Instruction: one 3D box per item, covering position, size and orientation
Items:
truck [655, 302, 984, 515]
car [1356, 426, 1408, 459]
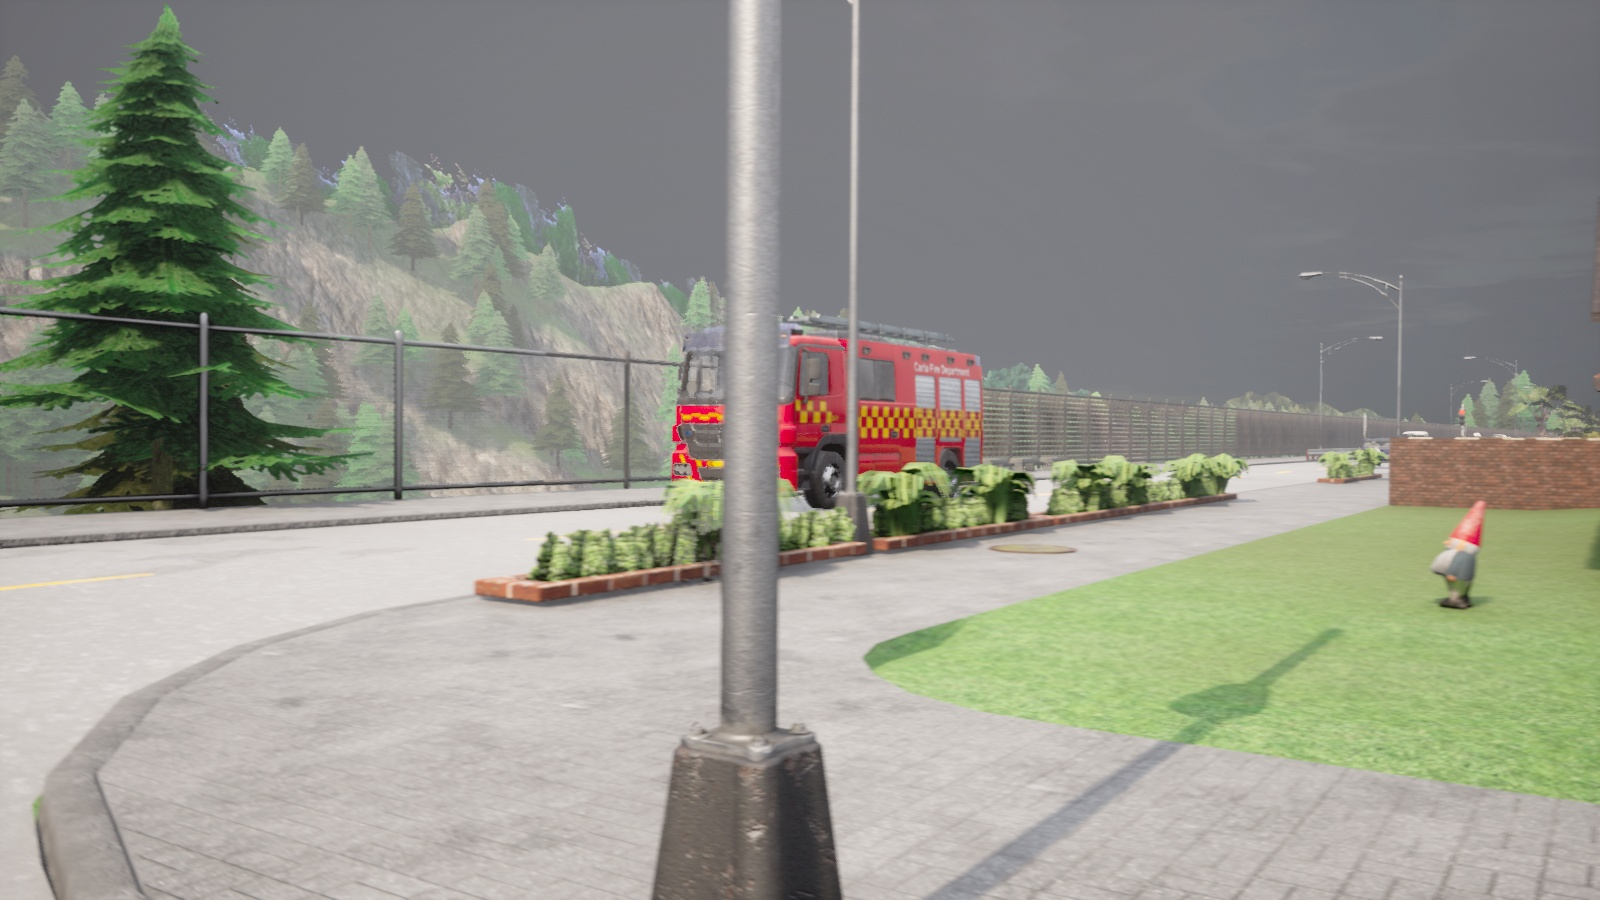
[{"bbox_3d":[0.775,-0.807,26.853,2.891,3.827,8.468,0,1,34],"label":"truck"},{"bbox_3d":[28.471,-0.386,61.368,1.789,1.549,3.705,0,1,33],"label":"car"}]
